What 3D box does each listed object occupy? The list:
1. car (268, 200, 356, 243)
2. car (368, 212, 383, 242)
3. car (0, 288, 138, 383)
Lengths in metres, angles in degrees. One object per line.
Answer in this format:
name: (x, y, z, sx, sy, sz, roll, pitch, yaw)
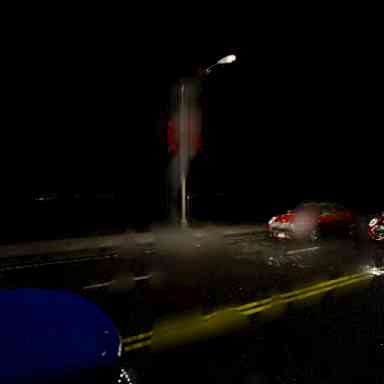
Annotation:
car: (5.693, 1.292, 15.727, 4.553, 1.767, 2.097, 0, 0, -36)
car: (9.700, 1.282, 14.593, 4.553, 1.767, 2.097, 0, 0, -35)
car: (-2.908, 1.229, 1.366, 5.566, 2.045, 2.150, 0, 0, -35)
